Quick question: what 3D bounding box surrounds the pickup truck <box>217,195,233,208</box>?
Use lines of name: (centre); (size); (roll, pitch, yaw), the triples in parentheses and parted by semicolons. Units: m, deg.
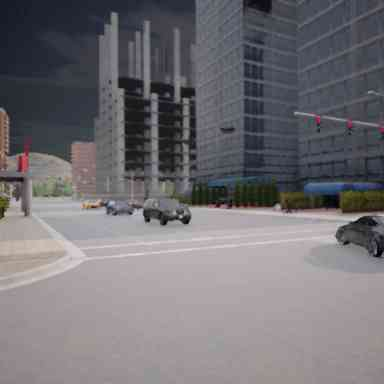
pickup truck: (5.374, 1.499, 55.098); (2.390, 2.098, 6.274); (0, 0, 2)

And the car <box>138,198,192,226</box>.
car: (-2.097, 1.464, 26.312); (2.150, 2.045, 5.566); (0, -1, -28)

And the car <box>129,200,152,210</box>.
car: (-8.238, 1.999, 52.813); (2.128, 1.511, 4.902); (0, -1, -28)

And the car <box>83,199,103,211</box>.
car: (-15.652, 2.023, 51.674); (1.882, 1.535, 5.008); (0, -1, -28)

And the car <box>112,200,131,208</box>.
car: (-13.073, 2.162, 61.690); (2.033, 1.411, 5.357); (0, -1, -28)

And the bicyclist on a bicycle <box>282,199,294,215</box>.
bicyclist on a bicycle: (9.944, 1.536, 34.498); (1.656, 1.620, 0.582); (0, 0, -28)

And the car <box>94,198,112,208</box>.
car: (-16.142, 1.971, 60.007); (2.097, 1.767, 4.553); (0, -1, -28)

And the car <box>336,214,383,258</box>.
car: (7.332, 1.593, 12.962); (1.812, 1.442, 4.674); (0, 0, 3)

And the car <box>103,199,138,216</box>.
car: (-8.174, 1.729, 37.616); (2.097, 1.767, 4.553); (0, -1, -28)

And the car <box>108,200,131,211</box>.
car: (-11.181, 2.001, 50.893); (2.128, 1.511, 4.902); (0, -1, -28)
